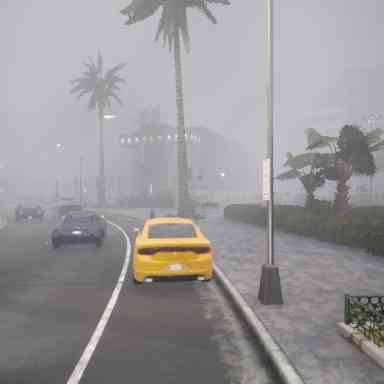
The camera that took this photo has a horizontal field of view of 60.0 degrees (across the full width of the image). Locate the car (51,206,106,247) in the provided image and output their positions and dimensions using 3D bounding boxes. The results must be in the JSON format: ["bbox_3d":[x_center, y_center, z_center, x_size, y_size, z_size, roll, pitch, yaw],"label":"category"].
[{"bbox_3d":[-4.970,1.561,15.045,1.994,1.385,4.181,0,0,-12],"label":"car"}]

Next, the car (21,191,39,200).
[{"bbox_3d":[-33.931,1.226,68.961,4.553,1.767,2.185,0,0,24],"label":"car"}]

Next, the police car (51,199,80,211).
[{"bbox_3d":[-11.372,1.416,29.949,1.930,1.638,5.238,0,0,-32],"label":"police car"}]

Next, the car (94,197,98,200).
[{"bbox_3d":[-26.644,1.554,85.529,4.718,1.301,1.895,0,0,24],"label":"car"}]

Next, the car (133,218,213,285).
[{"bbox_3d":[-0.674,1.477,9.661,1.882,1.535,5.008,0,0,-7],"label":"car"}]

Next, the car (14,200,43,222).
[{"bbox_3d":[-13.205,1.590,26.716,1.895,1.301,4.718,0,0,-30],"label":"car"}]
